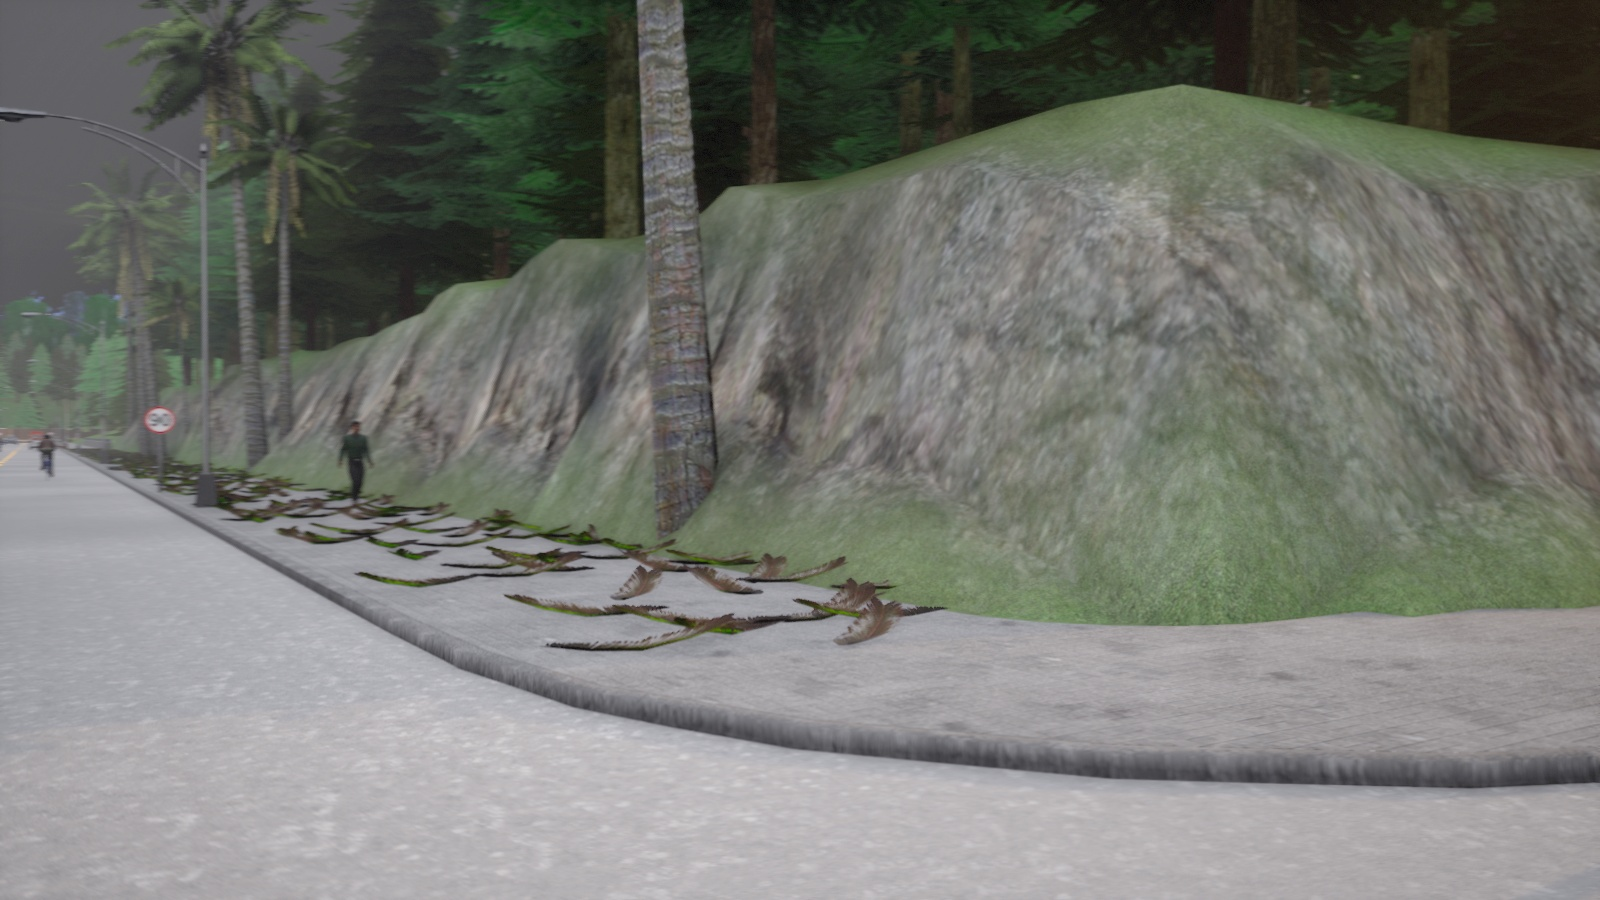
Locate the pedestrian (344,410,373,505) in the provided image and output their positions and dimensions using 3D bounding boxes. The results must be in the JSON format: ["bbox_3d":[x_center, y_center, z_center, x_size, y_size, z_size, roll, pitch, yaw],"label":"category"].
[{"bbox_3d":[-9.147,0.150,26.029,0.423,1.949,0.788,0,1,-31],"label":"pedestrian"}]
